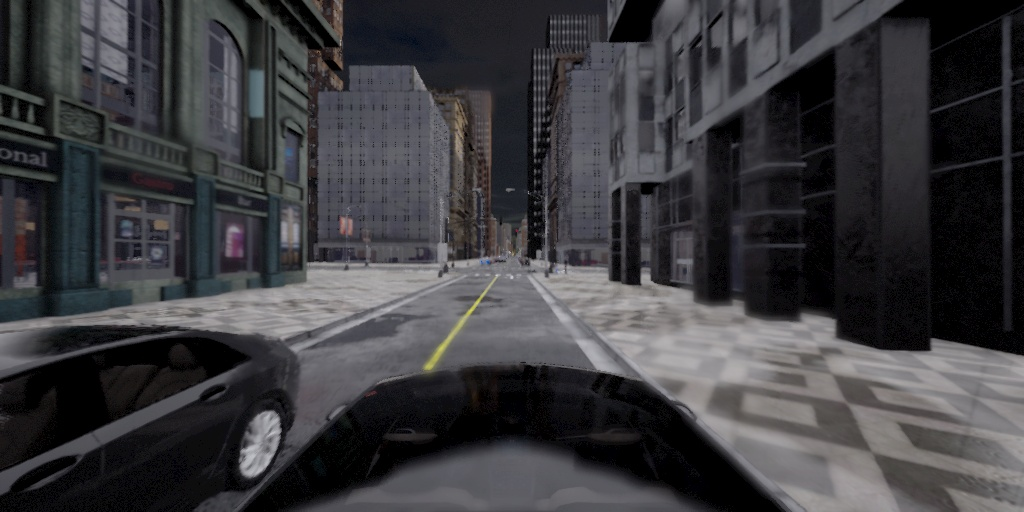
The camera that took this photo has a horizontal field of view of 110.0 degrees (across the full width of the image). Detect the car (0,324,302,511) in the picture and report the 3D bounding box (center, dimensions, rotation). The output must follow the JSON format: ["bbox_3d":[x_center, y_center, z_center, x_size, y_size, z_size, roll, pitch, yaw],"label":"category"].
[{"bbox_3d":[-3.101,1.255,1.769,1.837,1.490,4.892,0,0,0],"label":"car"}]

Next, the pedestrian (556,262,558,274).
[{"bbox_3d":[4.631,1.217,37.044,0.375,1.300,0.375,0,0,0],"label":"pedestrian"}]

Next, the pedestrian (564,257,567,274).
[{"bbox_3d":[5.631,0.964,37.646,0.375,1.860,0.375,0,0,0],"label":"pedestrian"}]
